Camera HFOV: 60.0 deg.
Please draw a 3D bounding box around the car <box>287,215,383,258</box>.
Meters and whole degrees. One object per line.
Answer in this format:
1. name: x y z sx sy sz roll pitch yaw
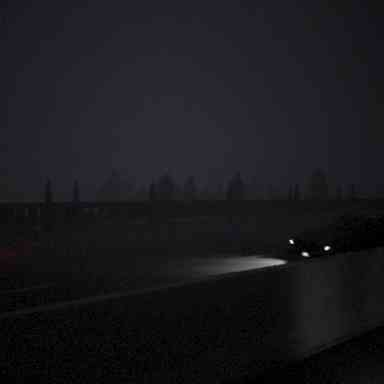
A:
1. car: 5.793 1.511 11.413 5.357 1.411 2.033 0 0 -28
